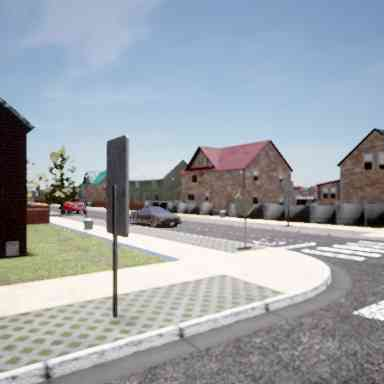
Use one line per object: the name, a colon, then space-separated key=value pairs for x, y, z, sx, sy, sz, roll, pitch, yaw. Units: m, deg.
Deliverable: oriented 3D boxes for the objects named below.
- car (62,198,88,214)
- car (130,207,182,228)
car: x=-15.368 y=1.781 z=43.400 sx=2.150 sy=2.045 sz=5.566 roll=0 pitch=-1 yaw=-34
car: x=-2.838 y=1.831 z=25.030 sx=2.033 sy=1.411 sz=5.357 roll=0 pitch=-1 yaw=-34
